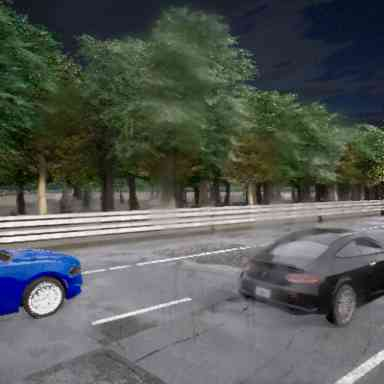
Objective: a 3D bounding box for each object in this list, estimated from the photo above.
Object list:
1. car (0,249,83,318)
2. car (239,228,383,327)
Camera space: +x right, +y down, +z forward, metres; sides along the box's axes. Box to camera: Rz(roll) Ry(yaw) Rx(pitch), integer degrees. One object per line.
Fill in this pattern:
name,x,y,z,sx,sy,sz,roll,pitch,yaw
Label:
car,-4.411,1.456,5.557,5.008,1.535,1.882,0,0,-38
car,2.987,1.494,6.959,4.674,1.442,1.812,0,0,-38
